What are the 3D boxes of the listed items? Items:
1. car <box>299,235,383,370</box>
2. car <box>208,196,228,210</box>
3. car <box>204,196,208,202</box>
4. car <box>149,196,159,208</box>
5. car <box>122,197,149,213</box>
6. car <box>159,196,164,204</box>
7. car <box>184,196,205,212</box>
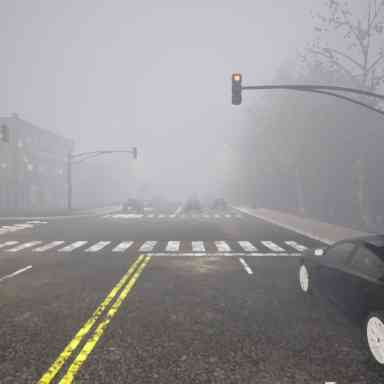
[{"bbox_3d":[3.345,1.477,5.677,1.882,1.535,5.008,0,0,1],"label":"car"},{"bbox_3d":[3.373,1.492,41.817,1.837,1.490,4.892,0,0,0],"label":"car"},{"bbox_3d":[3.291,1.467,69.201,2.128,1.511,4.902,0,0,0],"label":"car"},{"bbox_3d":[-6.560,1.475,49.233,2.128,1.511,4.902,0,0,0],"label":"car"},{"bbox_3d":[-6.571,1.481,37.630,2.128,1.511,4.902,0,0,0],"label":"car"},{"bbox_3d":[-6.514,1.455,63.411,1.882,1.535,5.008,0,0,1],"label":"car"},{"bbox_3d":[0.120,1.536,37.659,2.033,1.411,5.357,0,0,0],"label":"car"}]
